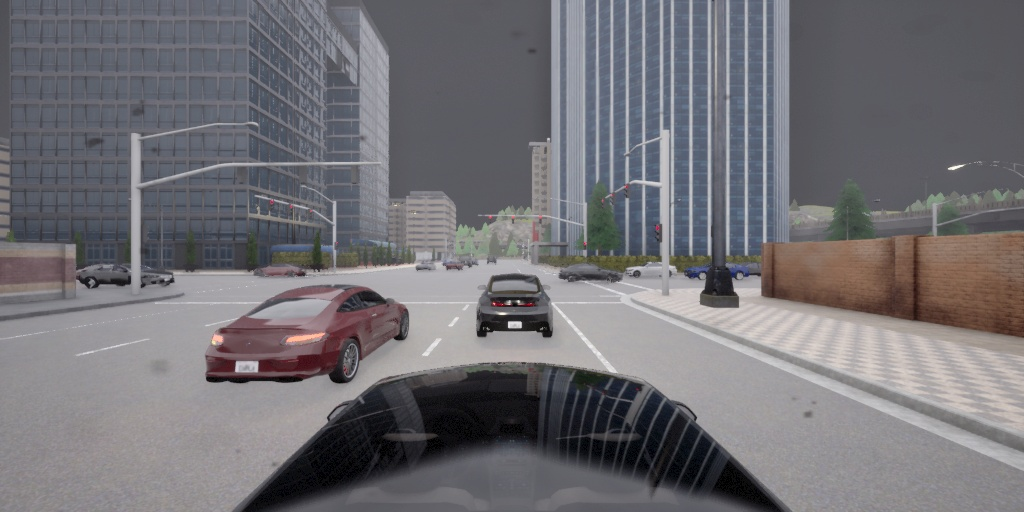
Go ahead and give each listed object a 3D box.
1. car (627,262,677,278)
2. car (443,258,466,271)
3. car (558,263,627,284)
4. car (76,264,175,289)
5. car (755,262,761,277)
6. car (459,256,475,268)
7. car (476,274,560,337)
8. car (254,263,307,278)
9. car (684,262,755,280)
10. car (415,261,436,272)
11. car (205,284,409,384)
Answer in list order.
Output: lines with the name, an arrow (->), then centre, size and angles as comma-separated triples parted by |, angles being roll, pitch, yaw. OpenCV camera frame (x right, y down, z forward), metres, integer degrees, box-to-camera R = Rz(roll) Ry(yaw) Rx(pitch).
car -> 13.025, 1.276, 33.719 | 4.674, 1.442, 1.812 | 0, 0, 1
car -> -7.915, 1.351, 49.646 | 1.895, 1.301, 4.718 | 0, 0, -1
car -> 5.820, 1.275, 26.832 | 4.674, 1.442, 1.812 | 0, 0, 8
car -> -24.231, 1.241, 22.667 | 4.902, 1.511, 2.128 | 0, 0, 0
car -> 22.612, 1.297, 33.824 | 5.357, 1.411, 2.033 | 0, 0, -1
car -> -8.078, 0.973, 61.460 | 2.150, 2.045, 5.566 | 0, 0, 0
car -> 0.063, 1.255, 10.229 | 1.837, 1.490, 4.892 | 0, 0, 0
car -> -21.499, 1.314, 33.429 | 4.181, 1.385, 1.994 | 0, 0, -2
car -> 17.208, 1.228, 30.276 | 5.008, 1.535, 1.882 | 0, 0, -1
car -> -11.381, 1.351, 47.473 | 1.895, 1.301, 4.718 | 0, 0, -1
car -> -3.438, 1.276, 6.963 | 1.812, 1.442, 4.674 | 0, 0, 0
